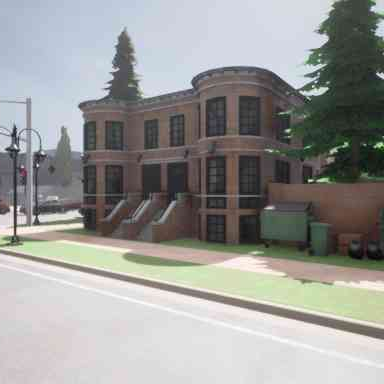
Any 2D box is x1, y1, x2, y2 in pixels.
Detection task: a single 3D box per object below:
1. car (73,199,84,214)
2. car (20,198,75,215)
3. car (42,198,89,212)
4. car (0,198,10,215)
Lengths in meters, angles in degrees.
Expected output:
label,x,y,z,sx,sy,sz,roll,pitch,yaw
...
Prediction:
label,x,y,z,sx,sy,sz,roll,pitch,yaw
car,-7.831,1.539,30.803,2.033,1.411,5.357,0,0,35
car,-14.772,1.494,33.555,1.837,1.490,4.892,0,0,34
car,-14.942,1.466,39.550,1.882,1.535,5.008,0,0,33
car,-20.159,1.340,31.945,2.097,1.767,4.553,0,0,35
